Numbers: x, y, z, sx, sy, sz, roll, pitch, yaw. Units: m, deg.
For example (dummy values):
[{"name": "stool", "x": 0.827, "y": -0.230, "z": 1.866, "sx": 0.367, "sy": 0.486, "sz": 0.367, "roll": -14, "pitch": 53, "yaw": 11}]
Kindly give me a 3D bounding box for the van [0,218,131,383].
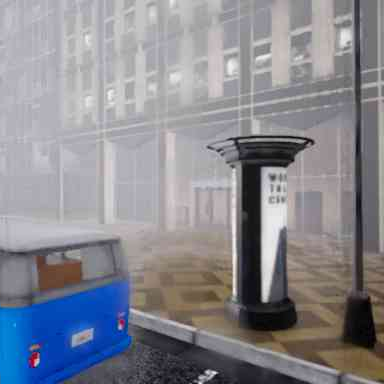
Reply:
[{"name": "van", "x": -2.673, "y": 1.307, "z": 4.644, "sx": 3.998, "sy": 1.788, "sz": 1.690, "roll": 1, "pitch": 0, "yaw": 36}]
